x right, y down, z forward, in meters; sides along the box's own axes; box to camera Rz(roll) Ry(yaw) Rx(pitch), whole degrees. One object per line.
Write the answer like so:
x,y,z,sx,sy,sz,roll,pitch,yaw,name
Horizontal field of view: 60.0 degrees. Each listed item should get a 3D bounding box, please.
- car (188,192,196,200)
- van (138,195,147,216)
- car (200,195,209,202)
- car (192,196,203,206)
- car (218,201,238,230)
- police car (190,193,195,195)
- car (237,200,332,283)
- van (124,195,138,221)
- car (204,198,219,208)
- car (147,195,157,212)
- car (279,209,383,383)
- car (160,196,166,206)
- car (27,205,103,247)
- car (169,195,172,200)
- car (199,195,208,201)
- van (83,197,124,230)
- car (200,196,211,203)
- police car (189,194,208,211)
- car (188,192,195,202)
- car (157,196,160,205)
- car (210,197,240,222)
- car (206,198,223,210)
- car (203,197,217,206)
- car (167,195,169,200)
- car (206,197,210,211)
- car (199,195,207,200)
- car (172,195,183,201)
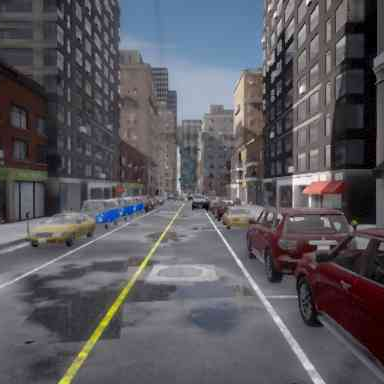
0.001,0.974,90.683,2.150,2.045,5.566,0,0,0,car
-5.679,1.323,31.926,1.690,1.788,3.998,-1,0,0,van
2.867,1.457,76.783,1.752,1.417,4.829,-1,0,0,car
0.900,1.487,55.740,1.812,1.442,4.674,0,0,0,car
2.853,1.515,20.924,1.752,1.417,4.829,-1,0,0,car
0.900,1.392,49.850,1.930,1.638,5.238,0,0,0,police car
2.848,1.311,9.583,2.192,1.841,5.009,-1,0,0,car
-5.679,1.328,26.341,1.690,1.788,3.998,-1,0,0,van
2.860,1.533,48.684,1.947,1.339,4.313,-1,0,0,car
-5.679,1.293,37.512,2.192,1.841,5.009,-1,0,0,car
2.846,1.313,3.996,2.192,1.841,5.009,-1,0,0,car
-5.677,1.401,54.269,1.967,1.590,4.097,-1,0,0,car
-5.677,1.519,14.999,1.752,1.417,4.829,-1,0,0,car
-5.675,1.459,87.784,1.887,1.381,4.507,-1,0,0,car
2.869,1.489,82.199,1.947,1.339,4.313,-1,0,0,car
-5.679,1.331,20.754,1.690,1.788,3.998,-1,0,0,van
2.866,1.491,71.027,2.008,1.369,4.403,-1,0,0,car
0.900,1.401,39.849,1.930,1.638,5.238,0,0,0,police car
0.001,1.292,76.012,1.882,1.535,5.008,0,0,0,car
-5.677,1.412,43.098,1.967,1.590,4.097,-1,0,0,car
2.852,1.302,26.340,2.192,1.841,5.009,-1,0,0,car
2.859,1.538,43.098,1.947,1.339,4.313,-1,0,0,car
2.862,1.512,54.269,2.008,1.369,4.403,-1,0,0,car
-5.675,1.537,59.855,1.802,1.307,4.206,-1,0,0,car
2.857,1.503,37.682,1.752,1.417,4.829,-1,0,0,car
2.870,1.496,87.785,1.802,1.307,4.206,-1,0,0,car
-3.000,1.473,76.745,1.994,1.385,4.181,0,0,0,car
